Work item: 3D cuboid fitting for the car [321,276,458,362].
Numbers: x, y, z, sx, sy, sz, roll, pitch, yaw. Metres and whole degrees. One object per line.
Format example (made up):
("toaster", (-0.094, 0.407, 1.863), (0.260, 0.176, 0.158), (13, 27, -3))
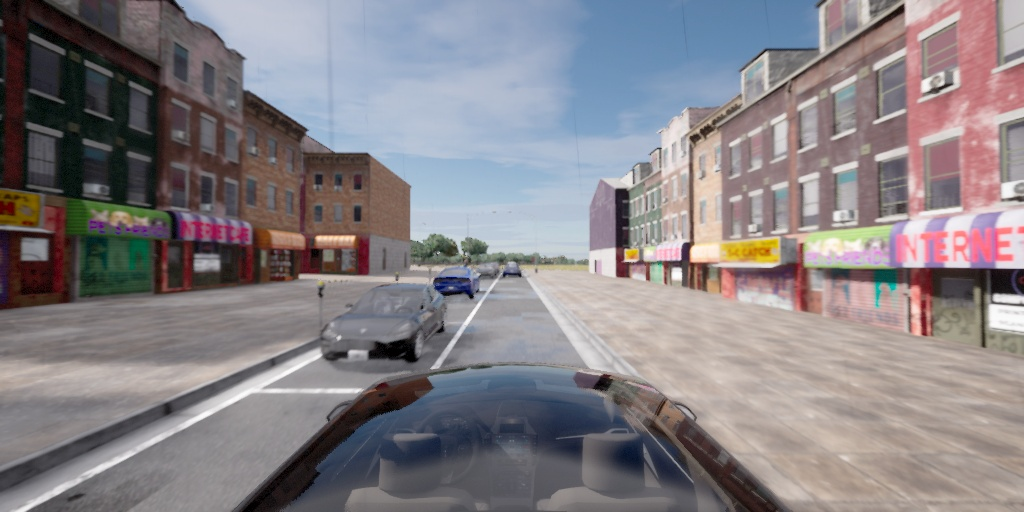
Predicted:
("car", (-2.638, 1.336, 8.321), (1.948, 1.339, 4.313), (0, 0, 0))

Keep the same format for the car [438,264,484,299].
("car", (-2.753, 1.296, 18.670), (1.882, 1.535, 5.008), (0, 0, 0))

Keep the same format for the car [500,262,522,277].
("car", (0.033, 1.528, 38.679), (1.994, 1.385, 4.181), (0, 0, 1))

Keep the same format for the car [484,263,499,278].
("car", (-2.643, 1.492, 36.014), (2.007, 1.370, 4.403), (0, 0, 0))

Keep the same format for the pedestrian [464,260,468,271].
("pedestrian", (-2.746, 1.129, 21.687), (0.375, 1.860, 0.375), (-1, -1, 0))
